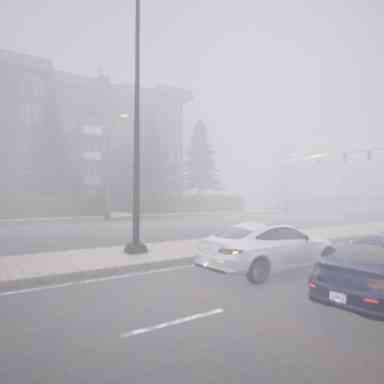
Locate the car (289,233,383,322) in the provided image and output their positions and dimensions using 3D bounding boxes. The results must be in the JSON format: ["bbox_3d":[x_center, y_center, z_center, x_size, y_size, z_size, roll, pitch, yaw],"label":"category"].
[{"bbox_3d":[4.289,1.582,6.810,4.674,1.442,1.812,0,0,-35],"label":"car"}]

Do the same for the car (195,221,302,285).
[{"bbox_3d":[2.235,1.582,9.646,4.674,1.442,1.812,1,0,-35],"label":"car"}]
